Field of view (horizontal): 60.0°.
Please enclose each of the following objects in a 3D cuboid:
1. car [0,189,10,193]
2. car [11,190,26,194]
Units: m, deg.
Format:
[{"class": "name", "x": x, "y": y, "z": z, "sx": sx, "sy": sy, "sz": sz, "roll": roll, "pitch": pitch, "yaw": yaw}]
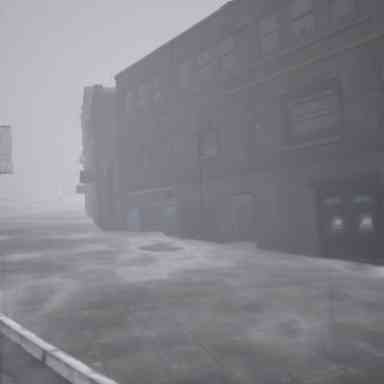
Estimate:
[{"class": "car", "x": -45.607, "y": -0.079, "z": 77.446, "sx": 2.163, "sy": 1.488, "sz": 4.792, "roll": -5, "pitch": -4, "yaw": 13}, {"class": "car", "x": -44.438, "y": 0.182, "z": 82.834, "sx": 2.002, "sy": 1.452, "sz": 4.674, "roll": -5, "pitch": -4, "yaw": 12}]
